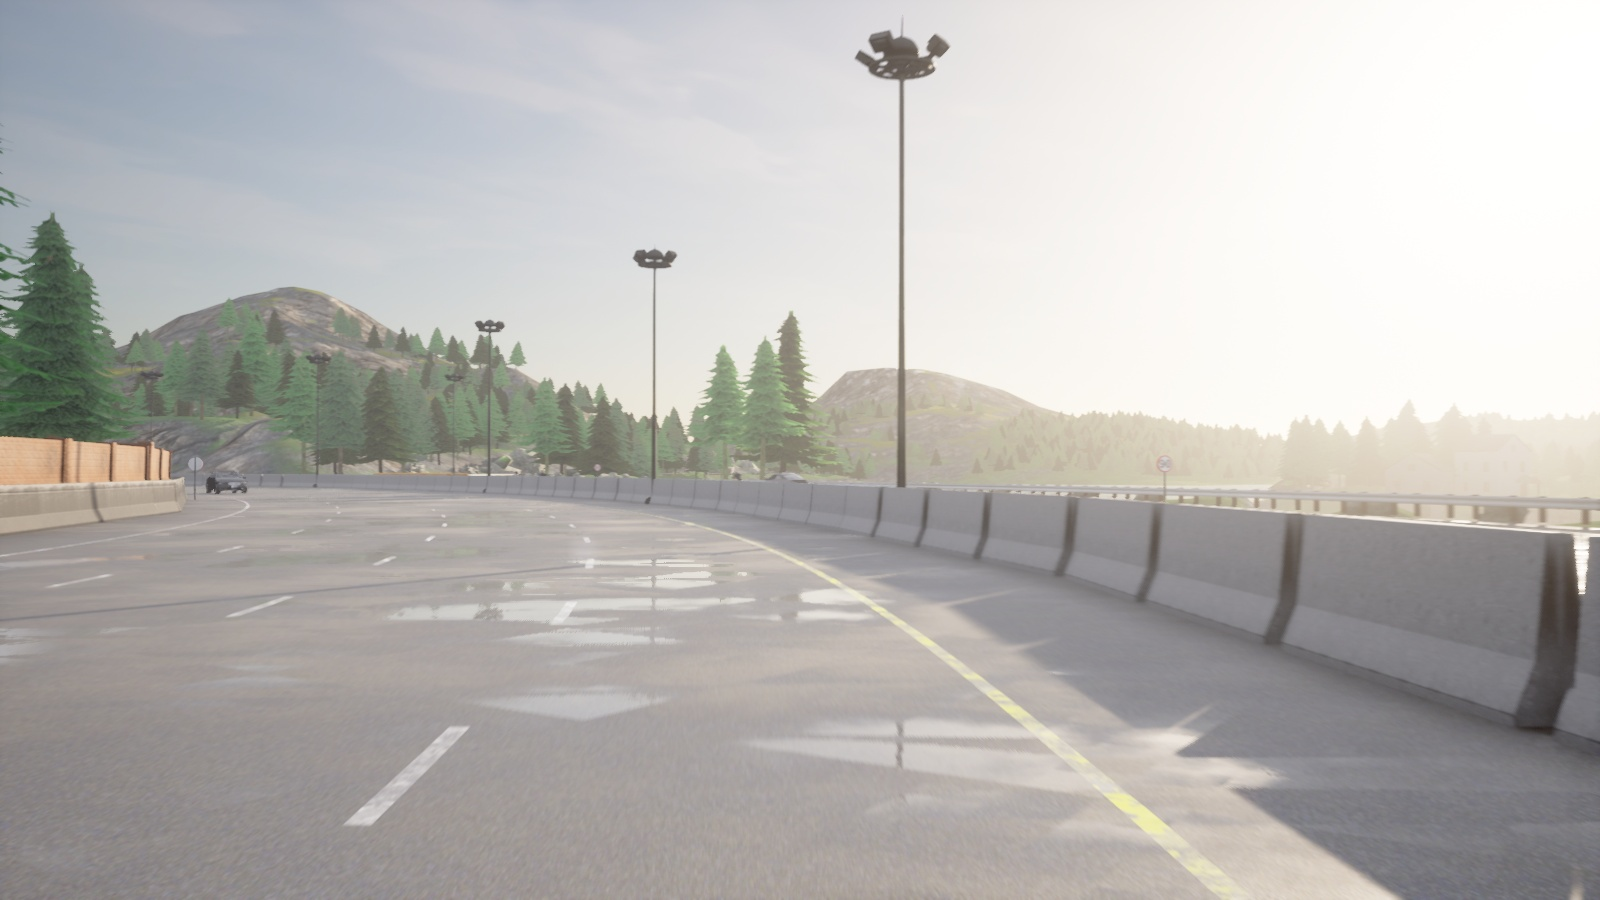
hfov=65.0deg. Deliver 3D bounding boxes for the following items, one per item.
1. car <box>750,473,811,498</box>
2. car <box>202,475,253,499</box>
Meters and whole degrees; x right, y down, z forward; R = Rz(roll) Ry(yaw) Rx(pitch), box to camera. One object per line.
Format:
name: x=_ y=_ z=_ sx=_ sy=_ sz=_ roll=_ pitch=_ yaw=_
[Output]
car: x=-1.215 y=2.116 z=76.038 sx=1.812 sy=1.442 sz=4.674 roll=0 pitch=-1 yaw=-27
car: x=-37.264 y=2.369 z=81.675 sx=2.128 sy=1.511 sz=4.902 roll=0 pitch=-1 yaw=-36
